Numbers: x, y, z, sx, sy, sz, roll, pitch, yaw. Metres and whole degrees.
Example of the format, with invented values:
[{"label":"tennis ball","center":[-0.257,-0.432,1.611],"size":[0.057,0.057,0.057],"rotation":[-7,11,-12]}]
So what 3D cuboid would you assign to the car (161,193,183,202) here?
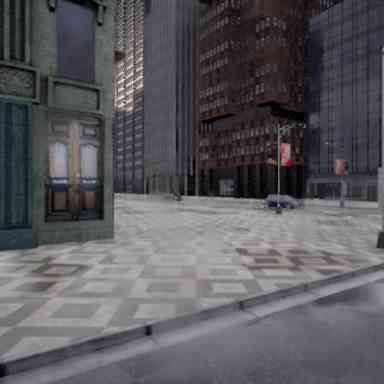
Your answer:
[{"label":"car","center":[-3.425,0.870,55.007],"size":[1.837,1.490,4.892],"rotation":[0,0,-35]}]

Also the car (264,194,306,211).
[{"label":"car","center":[9.981,1.010,35.884],"size":[2.097,1.767,4.553],"rotation":[0,1,-35]}]
